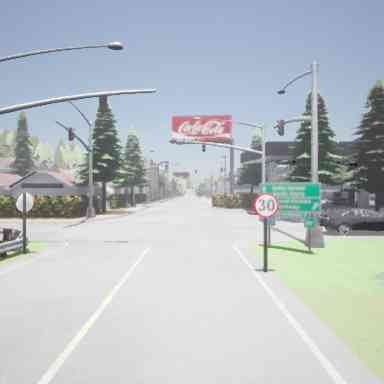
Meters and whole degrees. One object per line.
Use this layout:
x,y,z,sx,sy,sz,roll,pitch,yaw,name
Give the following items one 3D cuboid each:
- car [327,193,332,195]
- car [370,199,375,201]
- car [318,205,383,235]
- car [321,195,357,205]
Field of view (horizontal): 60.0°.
34.850,1.488,80.761,2.007,1.523,4.514,0,0,0,car
18.671,1.669,39.560,4.611,1.667,2.242,0,0,0,car
9.864,1.684,19.393,4.902,1.511,2.128,0,0,0,car
14.349,1.501,33.887,3.866,1.878,1.905,0,0,0,car
